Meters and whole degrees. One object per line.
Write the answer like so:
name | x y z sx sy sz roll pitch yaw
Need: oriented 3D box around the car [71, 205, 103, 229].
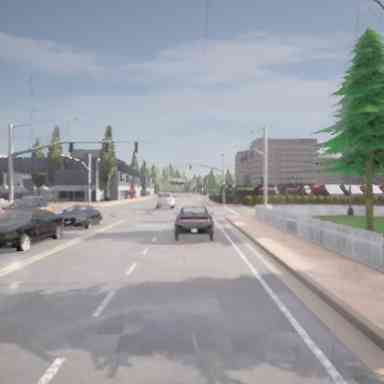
car | -7.003 1.519 20.864 1.994 1.385 4.181 0 0 0

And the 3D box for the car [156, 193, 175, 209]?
car | -3.407 1.121 43.291 2.150 2.045 5.566 0 0 0

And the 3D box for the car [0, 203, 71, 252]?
car | -7.074 1.445 13.961 1.882 1.535 5.008 0 0 0

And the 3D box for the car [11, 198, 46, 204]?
car | -10.503 1.304 20.893 2.097 1.767 4.553 0 0 0

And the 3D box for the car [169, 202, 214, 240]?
car | 0.098 1.452 16.805 2.128 1.511 4.902 0 0 0
